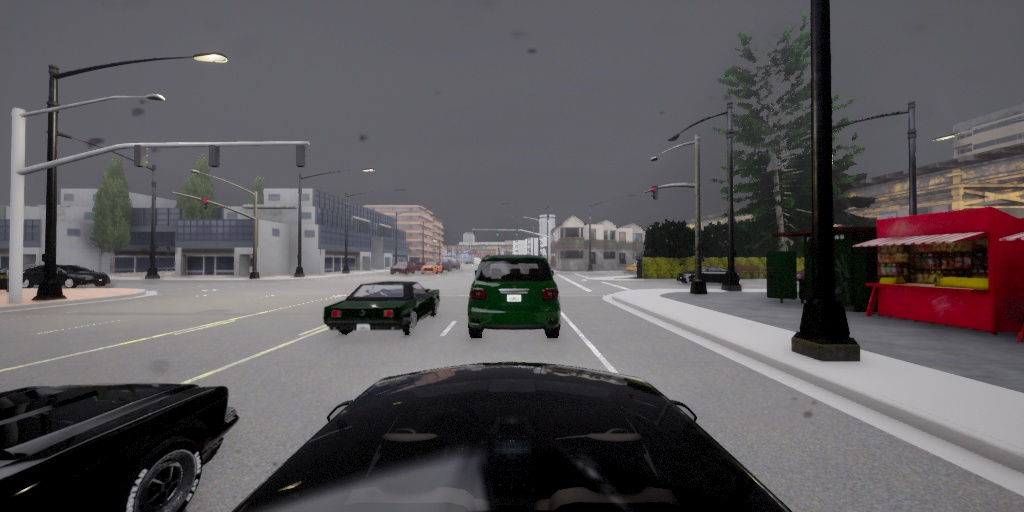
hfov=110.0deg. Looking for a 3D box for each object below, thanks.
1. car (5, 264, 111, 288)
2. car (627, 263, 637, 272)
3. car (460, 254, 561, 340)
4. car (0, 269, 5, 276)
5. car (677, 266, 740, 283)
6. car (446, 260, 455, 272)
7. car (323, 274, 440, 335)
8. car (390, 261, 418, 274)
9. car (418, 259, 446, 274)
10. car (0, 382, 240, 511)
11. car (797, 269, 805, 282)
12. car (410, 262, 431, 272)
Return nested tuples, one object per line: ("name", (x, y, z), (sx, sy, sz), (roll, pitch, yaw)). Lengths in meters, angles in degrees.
("car", (-29.636, 1.348, 23.731), (4.892, 1.490, 1.837), (0, -1, 1))
("car", (19.505, 1.754, 55.160), (1.882, 1.535, 5.008), (-1, -1, 45))
("car", (0.062, 0.988, 10.200), (2.150, 2.045, 5.566), (0, 0, 0))
("car", (-36.932, 1.386, 27.456), (4.902, 1.511, 2.128), (0, -1, 1))
("car", (14.754, 1.453, 27.085), (4.181, 1.385, 1.994), (0, -1, 0))
("car", (-10.617, 1.749, 56.324), (1.994, 1.385, 4.181), (0, 0, -1))
("car", (-3.433, 1.371, 10.535), (1.895, 1.301, 4.718), (0, 0, 0))
("car", (-14.117, 1.466, 46.408), (2.097, 1.767, 4.553), (0, -1, 0))
("car", (-10.613, 1.477, 47.716), (2.097, 1.767, 4.553), (0, 0, 0))
("car", (-3.402, 1.351, 1.080), (1.895, 1.301, 4.718), (0, 0, 0))
("car", (23.251, 1.414, 27.015), (4.674, 1.442, 1.812), (0, -1, 1))
("car", (-14.111, 1.663, 55.625), (1.882, 1.535, 5.008), (0, 0, 0))
